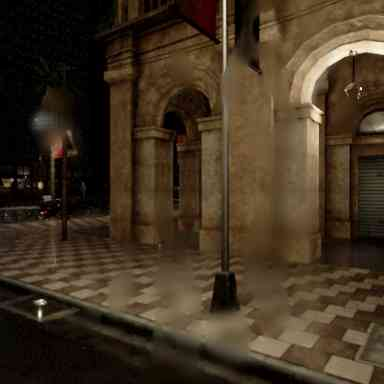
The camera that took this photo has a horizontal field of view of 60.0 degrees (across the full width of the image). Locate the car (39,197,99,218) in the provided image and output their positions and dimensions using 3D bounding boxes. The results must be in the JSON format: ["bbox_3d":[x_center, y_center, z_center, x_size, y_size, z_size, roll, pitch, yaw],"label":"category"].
[{"bbox_3d":[-11.150,1.508,29.872,1.837,1.490,4.892,0,0,36],"label":"car"}]

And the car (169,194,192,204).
[{"bbox_3d":[-2.265,1.340,65.545,2.185,1.767,4.553,0,0,35],"label":"car"}]

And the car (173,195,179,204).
[{"bbox_3d":[-1.859,1.338,60.854,2.097,1.767,4.553,0,0,36],"label":"car"}]

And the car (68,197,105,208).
[{"bbox_3d":[-15.125,1.499,47.779,2.161,1.482,4.786,0,0,35],"label":"car"}]

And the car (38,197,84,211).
[{"bbox_3d":[-16.120,1.478,41.100,2.128,1.511,4.902,0,0,36],"label":"car"}]

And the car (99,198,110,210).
[{"bbox_3d":[-11.864,1.492,41.022,1.837,1.490,4.892,0,0,36],"label":"car"}]
